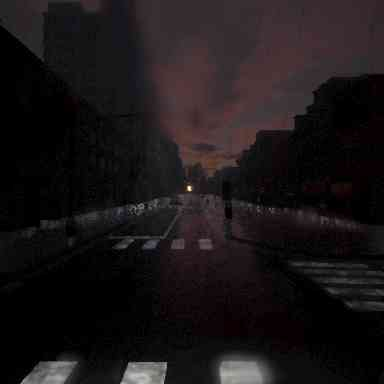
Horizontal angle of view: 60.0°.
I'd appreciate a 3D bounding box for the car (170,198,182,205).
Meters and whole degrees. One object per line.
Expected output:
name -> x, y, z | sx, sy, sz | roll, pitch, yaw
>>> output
car -> -2.751, 1.629, 56.589 | 1.895, 1.301, 4.718 | 0, 0, 0
